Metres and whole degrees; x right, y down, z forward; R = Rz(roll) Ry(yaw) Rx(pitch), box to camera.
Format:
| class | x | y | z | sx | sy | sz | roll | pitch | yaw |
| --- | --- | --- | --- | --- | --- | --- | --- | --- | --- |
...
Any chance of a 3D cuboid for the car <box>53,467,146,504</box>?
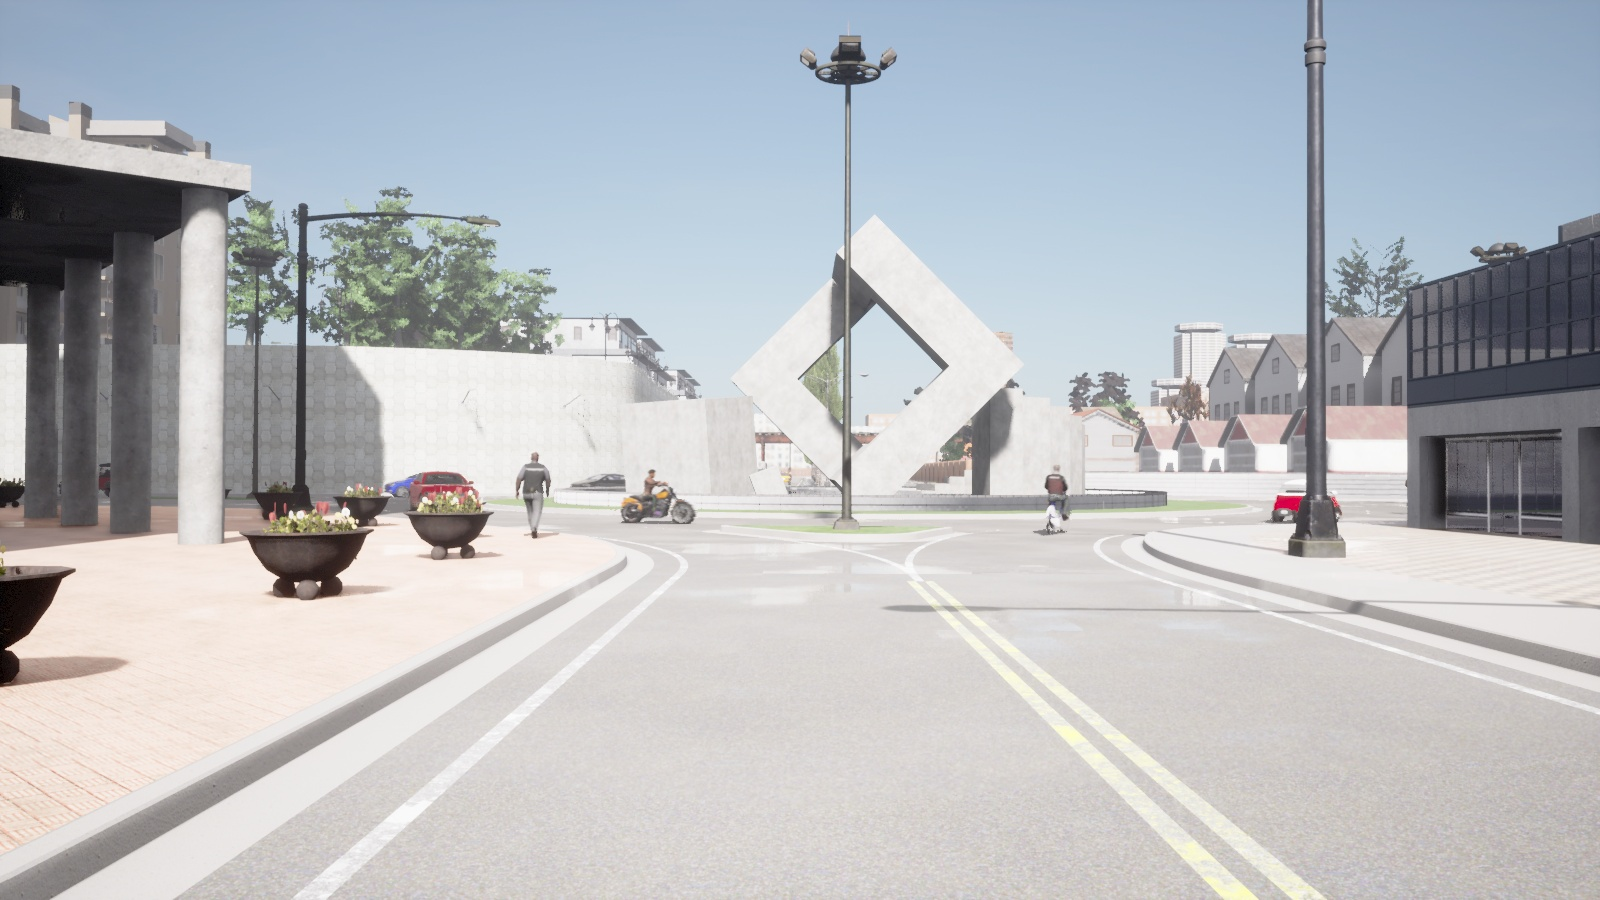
| class | x | y | z | sx | sy | sz | roll | pitch | yaw |
| --- | --- | --- | --- | --- | --- | --- | --- | --- | --- |
| car | -37.042 | 1.872 | 66.481 | 3.866 | 1.878 | 1.905 | 0 | -1 | -3 |

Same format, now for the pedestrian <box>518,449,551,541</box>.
| class | x | y | z | sx | sy | sz | roll | pitch | yaw |
| --- | --- | --- | --- | --- | --- | --- | --- | --- | --- |
| pedestrian | -5.530 | 0.930 | 26.215 | 0.563 | 1.883 | 0.849 | 0 | -1 | -4 |

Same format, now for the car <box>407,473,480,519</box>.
| class | x | y | z | sx | sy | sz | roll | pitch | yaw |
| --- | --- | --- | --- | --- | --- | --- | --- | --- | --- |
| car | -12.882 | 1.600 | 45.162 | 1.882 | 1.535 | 5.008 | 1 | -1 | -23 |

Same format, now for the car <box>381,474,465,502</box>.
| class | x | y | z | sx | sy | sz | roll | pitch | yaw |
| --- | --- | --- | --- | --- | --- | --- | --- | --- | --- |
| car | -20.980 | 2.083 | 69.901 | 4.193 | 1.474 | 1.816 | 0 | -1 | -28 |

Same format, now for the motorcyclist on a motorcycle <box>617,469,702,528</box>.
| class | x | y | z | sx | sy | sz | roll | pitch | yaw |
| --- | --- | --- | --- | --- | --- | --- | --- | --- | --- |
| motorcyclist on a motorcycle | -4.063 | 1.391 | 36.383 | 2.350 | 1.649 | 0.766 | 0 | -2 | 19 |

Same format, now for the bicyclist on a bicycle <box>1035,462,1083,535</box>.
| class | x | y | z | sx | sy | sz | roll | pitch | yaw |
| --- | --- | --- | --- | --- | --- | --- | --- | --- | --- |
| bicyclist on a bicycle | 6.495 | 1.187 | 31.486 | 0.659 | 1.776 | 1.843 | 0 | 0 | 28 |

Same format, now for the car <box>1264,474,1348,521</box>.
| class | x | y | z | sx | sy | sz | roll | pitch | yaw |
| --- | --- | --- | --- | --- | --- | --- | --- | --- | --- |
| car | 15.872 | 1.466 | 39.414 | 2.207 | 1.376 | 1.481 | 0 | -1 | -36 |

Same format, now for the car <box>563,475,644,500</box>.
| class | x | y | z | sx | sy | sz | roll | pitch | yaw |
| --- | --- | --- | --- | --- | --- | --- | --- | --- | --- |
| car | -11.275 | 2.133 | 72.235 | 4.181 | 1.385 | 1.994 | 1 | -1 | -44 |
